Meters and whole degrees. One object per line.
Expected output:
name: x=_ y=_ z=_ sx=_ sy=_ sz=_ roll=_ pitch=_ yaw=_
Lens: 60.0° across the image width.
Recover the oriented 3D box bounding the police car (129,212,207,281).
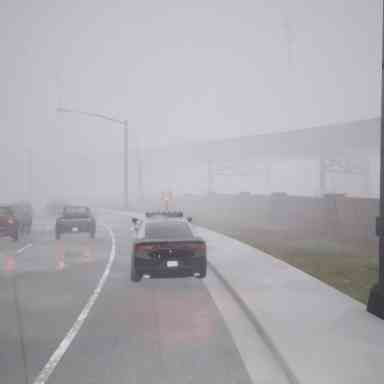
police car: x=-0.853 y=1.422 z=10.087 sx=1.930 sy=1.638 sz=5.238 roll=0 pitch=0 yaw=-9

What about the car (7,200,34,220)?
car: x=-15.984 y=1.599 z=30.862 sx=1.837 sy=1.490 sz=4.892 roll=-1 pitch=1 yaw=-32

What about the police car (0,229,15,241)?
police car: x=-3.544 y=1.426 z=2.385 sx=1.930 sy=1.638 sz=5.238 roll=0 pitch=0 yaw=-3

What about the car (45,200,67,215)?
car: x=-13.365 y=1.537 z=33.233 sx=1.882 sy=1.535 sz=5.008 roll=-1 pitch=0 yaw=-33

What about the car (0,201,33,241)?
car: x=-9.515 y=1.388 z=16.767 sx=2.097 sy=1.767 sz=4.553 roll=0 pitch=0 yaw=-17

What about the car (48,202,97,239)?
car: x=-6.162 y=1.511 z=17.783 sx=2.128 sy=1.511 sz=4.902 roll=0 pitch=0 yaw=-17
